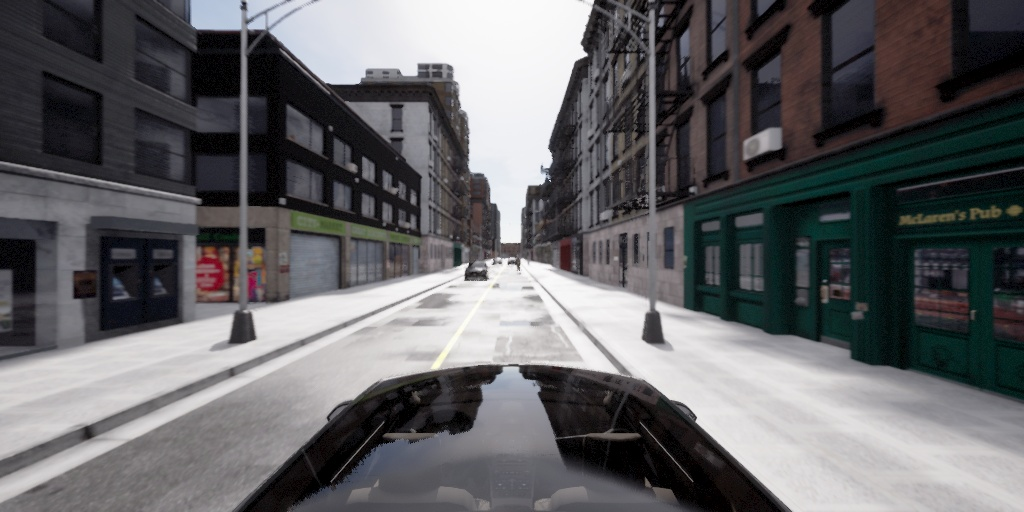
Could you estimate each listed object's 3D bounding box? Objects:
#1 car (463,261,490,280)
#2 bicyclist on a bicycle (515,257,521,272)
[{"bbox_3d":[-2.839,1.185,29.721,1.837,1.490,4.892,0,0,0],"label":"car"},{"bbox_3d":[0.764,1.099,39.222,0.582,1.620,1.656,0,0,0],"label":"bicyclist on a bicycle"}]
